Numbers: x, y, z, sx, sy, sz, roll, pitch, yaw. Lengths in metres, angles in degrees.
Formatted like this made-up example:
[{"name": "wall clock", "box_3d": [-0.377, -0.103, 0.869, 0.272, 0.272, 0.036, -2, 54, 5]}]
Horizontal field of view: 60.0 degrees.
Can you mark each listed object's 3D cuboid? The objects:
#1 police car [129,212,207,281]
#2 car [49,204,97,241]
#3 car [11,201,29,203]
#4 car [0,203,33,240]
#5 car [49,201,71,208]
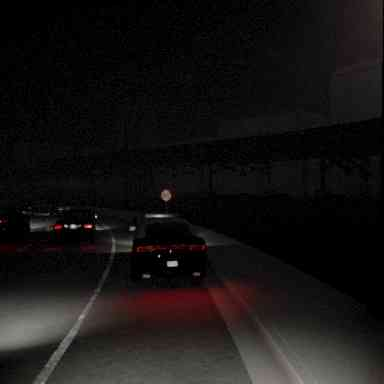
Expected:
[{"name": "police car", "box_3d": [-0.853, 1.422, 10.087, 1.930, 1.638, 5.238, 0, 0, -9]}, {"name": "car", "box_3d": [-5.850, 1.563, 16.834, 2.033, 1.411, 5.357, 0, 0, -16]}, {"name": "car", "box_3d": [-15.988, 1.585, 30.867, 2.128, 1.511, 4.902, -1, 0, -32]}, {"name": "car", "box_3d": [-9.539, 1.529, 16.869, 2.128, 1.511, 4.902, 0, 0, -17]}, {"name": "car", "box_3d": [-12.421, 1.601, 31.806, 2.033, 1.411, 5.357, -1, 0, -31]}]
